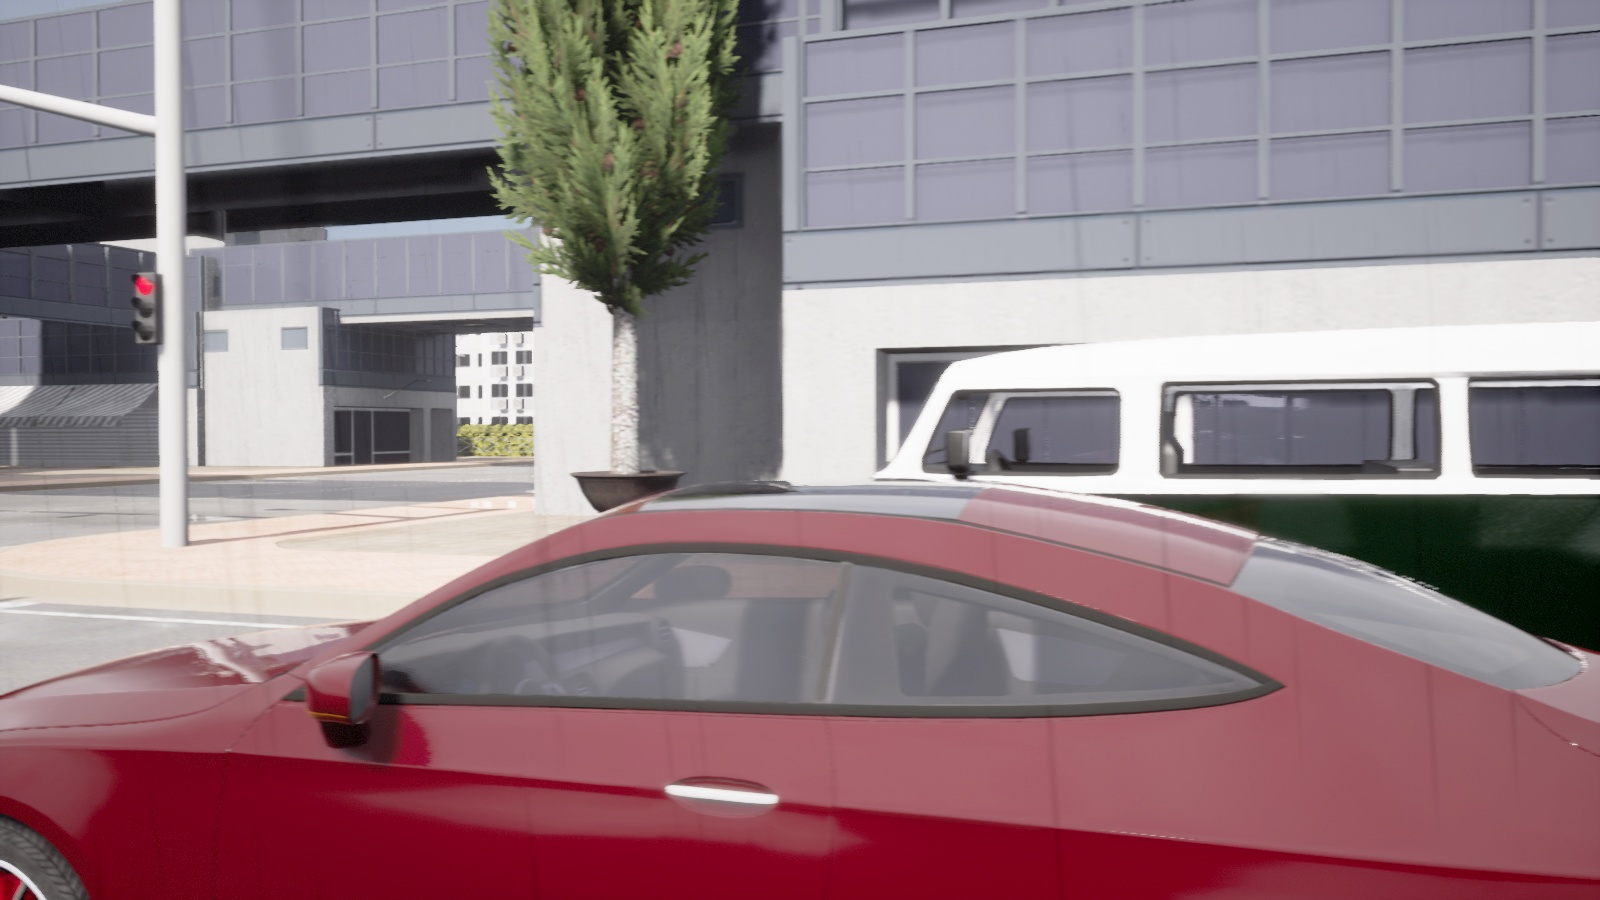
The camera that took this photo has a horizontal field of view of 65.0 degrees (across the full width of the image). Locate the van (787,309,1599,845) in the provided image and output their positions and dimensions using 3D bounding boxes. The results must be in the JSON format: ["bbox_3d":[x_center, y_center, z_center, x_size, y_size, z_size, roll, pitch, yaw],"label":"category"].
[{"bbox_3d":[2.396,0.462,6.076,4.480,2.038,2.069,1,1,19],"label":"van"}]

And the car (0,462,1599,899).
[{"bbox_3d":[-0.208,0.799,3.265,4.674,1.442,1.812,1,1,19],"label":"car"}]
